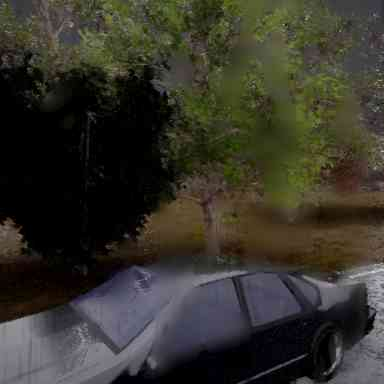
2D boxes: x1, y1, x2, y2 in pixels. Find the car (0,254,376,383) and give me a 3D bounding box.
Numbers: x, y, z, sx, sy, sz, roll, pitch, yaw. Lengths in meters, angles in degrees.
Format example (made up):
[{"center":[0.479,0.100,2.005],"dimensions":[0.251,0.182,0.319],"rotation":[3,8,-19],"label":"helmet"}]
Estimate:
[{"center":[0.009,1.531,3.888],"dimensions":[5.357,1.411,2.033],"rotation":[0,0,-34],"label":"car"}]
